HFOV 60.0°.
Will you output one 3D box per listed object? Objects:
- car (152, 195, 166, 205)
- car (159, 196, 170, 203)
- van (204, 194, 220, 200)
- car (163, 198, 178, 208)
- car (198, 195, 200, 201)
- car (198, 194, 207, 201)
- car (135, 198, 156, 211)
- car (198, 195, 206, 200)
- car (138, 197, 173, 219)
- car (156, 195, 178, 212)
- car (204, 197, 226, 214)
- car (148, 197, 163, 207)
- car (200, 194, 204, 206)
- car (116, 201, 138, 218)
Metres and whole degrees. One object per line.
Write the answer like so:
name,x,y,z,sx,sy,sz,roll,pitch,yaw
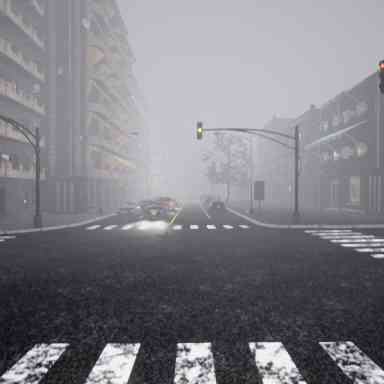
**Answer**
car,-5.703,1.412,57.872,1.967,1.590,4.097,0,0,0
car,-5.704,1.546,68.939,1.802,1.307,4.206,0,0,0
van,2.679,1.324,41.265,1.690,1.788,3.998,0,0,0
car,-3.082,1.542,48.689,1.994,1.385,4.181,0,0,0
car,2.673,1.274,74.467,2.192,1.841,5.009,0,0,0
car,2.672,1.389,85.533,1.967,1.590,4.097,0,0,0
car,-5.699,1.528,41.271,1.887,1.381,4.507,0,0,0
car,2.673,1.488,91.067,1.887,1.381,4.507,0,0,0
car,-3.096,1.481,29.472,2.128,1.511,4.902,0,0,0
car,-3.090,1.336,38.661,2.097,1.767,4.553,0,0,0
car,2.682,1.552,35.732,1.947,1.339,4.313,0,0,0
car,-5.701,1.558,52.339,1.802,1.307,4.206,0,0,0
car,2.678,1.416,52.333,1.967,1.590,4.097,0,0,0
car,-5.698,1.540,30.204,2.008,1.369,4.403,0,0,0
